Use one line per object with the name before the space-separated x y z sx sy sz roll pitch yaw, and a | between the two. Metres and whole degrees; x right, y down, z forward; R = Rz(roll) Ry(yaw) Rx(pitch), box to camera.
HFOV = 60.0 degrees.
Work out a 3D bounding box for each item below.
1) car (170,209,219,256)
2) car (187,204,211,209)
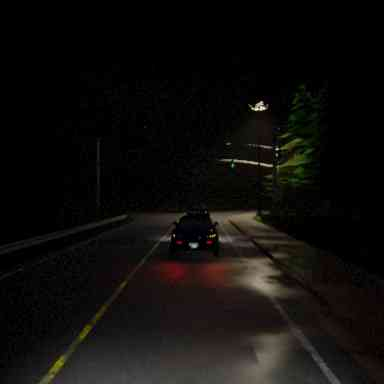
car | 0.146 1.677 13.815 1.812 1.442 4.674 0 0 2
car | 0.585 1.803 28.405 2.128 1.511 4.902 0 0 4
